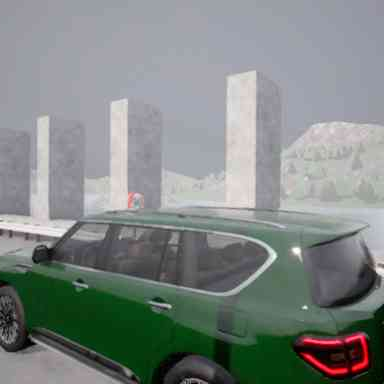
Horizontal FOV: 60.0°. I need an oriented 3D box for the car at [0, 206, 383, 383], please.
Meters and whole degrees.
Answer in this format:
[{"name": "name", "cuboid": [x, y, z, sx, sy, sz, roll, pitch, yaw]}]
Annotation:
[{"name": "car", "cuboid": [-0.504, 1.208, 4.353, 5.566, 2.045, 2.150, 1, 1, 37]}]
